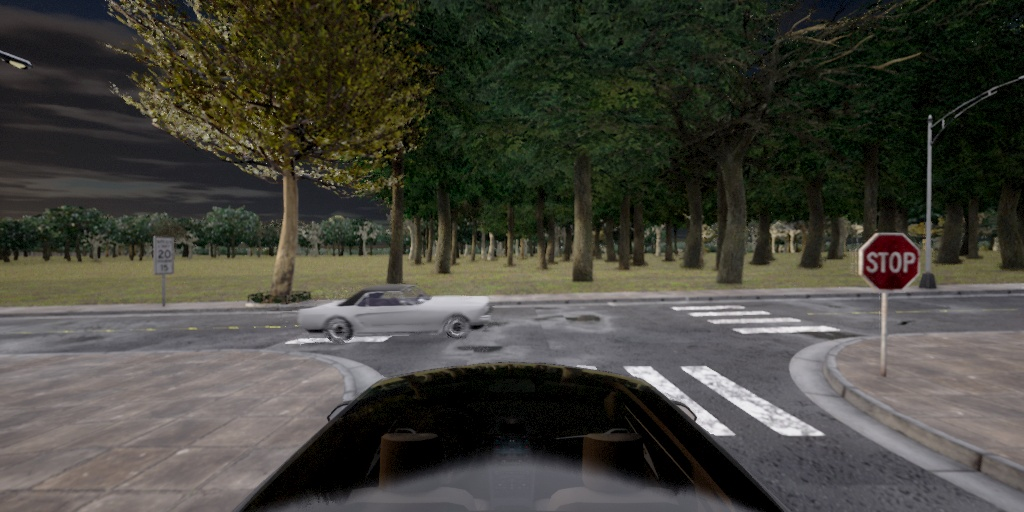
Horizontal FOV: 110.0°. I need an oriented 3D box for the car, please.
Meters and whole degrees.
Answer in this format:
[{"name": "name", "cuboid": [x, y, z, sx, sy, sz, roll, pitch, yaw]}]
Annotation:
[{"name": "car", "cuboid": [-2.871, 1.443, 9.596, 4.718, 1.301, 1.895, -1, 0, 0]}]
